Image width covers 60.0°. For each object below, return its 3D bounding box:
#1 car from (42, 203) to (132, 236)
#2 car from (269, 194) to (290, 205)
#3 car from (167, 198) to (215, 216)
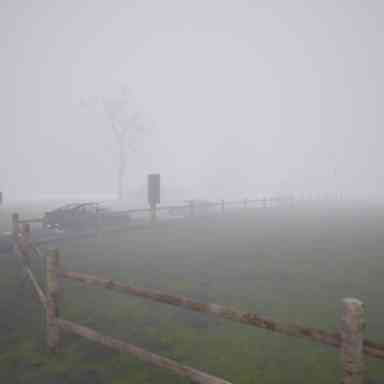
[{"bbox_3d":[-5.234,1.311,17.258,2.128,1.511,4.902,-2,0,33],"label":"car"},{"bbox_3d":[12.715,1.024,48.102,2.128,1.511,4.902,-1,0,35],"label":"car"},{"bbox_3d":[0.046,1.292,30.008,2.033,1.411,5.357,-1,0,35],"label":"car"}]
